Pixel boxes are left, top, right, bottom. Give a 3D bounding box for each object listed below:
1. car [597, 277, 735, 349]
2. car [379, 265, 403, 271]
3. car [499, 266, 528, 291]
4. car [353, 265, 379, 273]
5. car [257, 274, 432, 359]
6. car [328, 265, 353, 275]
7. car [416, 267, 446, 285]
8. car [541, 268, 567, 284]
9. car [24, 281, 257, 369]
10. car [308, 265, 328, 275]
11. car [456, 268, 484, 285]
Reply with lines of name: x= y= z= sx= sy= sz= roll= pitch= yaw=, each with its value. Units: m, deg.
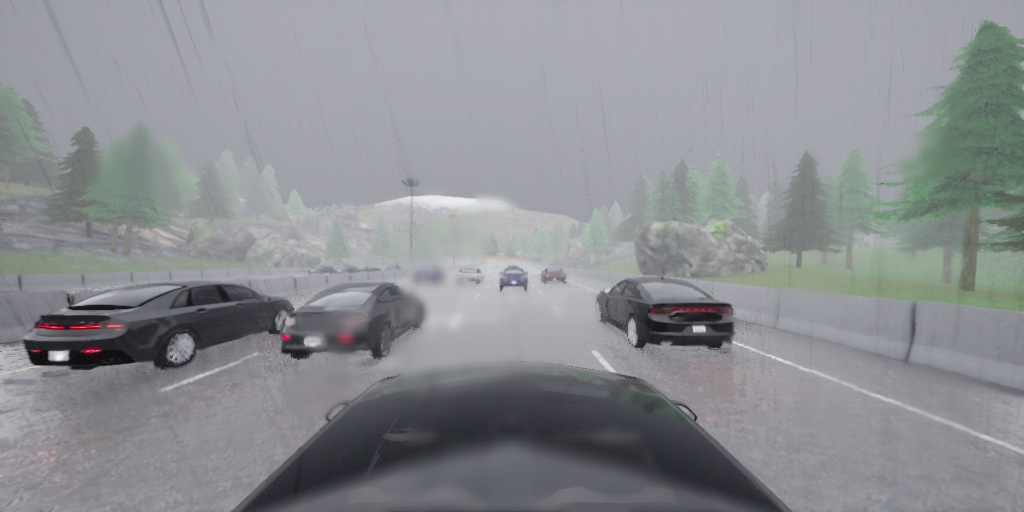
car: x=3.606 y=1.287 z=9.392 sx=1.882 sy=1.535 sz=5.008 roll=0 pitch=-1 yaw=0
car: x=-17.472 y=2.040 z=52.848 sx=1.837 sy=1.490 sz=4.892 roll=0 pitch=-2 yaw=0
car: x=0.119 y=1.518 z=24.283 sx=1.812 sy=1.442 sz=4.674 roll=0 pitch=-1 yaw=0
car: x=-20.975 y=2.126 z=52.483 sx=1.895 sy=1.301 sz=4.718 roll=0 pitch=-1 yaw=1
car: x=-3.395 y=1.326 z=8.458 sx=1.812 sy=1.442 sz=4.674 roll=0 pitch=0 yaw=0
car: x=-24.470 y=2.028 z=53.029 sx=2.128 sy=1.511 sz=4.902 roll=0 pitch=-1 yaw=0
car: x=-6.865 y=1.615 z=30.301 sx=1.812 sy=1.442 sz=4.674 roll=0 pitch=-1 yaw=0
car: x=3.626 y=1.717 z=31.778 sx=1.895 sy=1.301 sz=4.718 roll=0 pitch=-1 yaw=0
car: x=-6.895 y=1.299 z=7.885 sx=1.837 sy=1.490 sz=4.892 roll=0 pitch=-1 yaw=0
car: x=-27.975 y=2.021 z=52.645 sx=2.128 sy=1.511 sz=4.902 roll=0 pitch=-1 yaw=0
car: x=-3.376 y=1.680 z=29.714 sx=1.895 sy=1.301 sz=4.718 roll=0 pitch=-1 yaw=0
